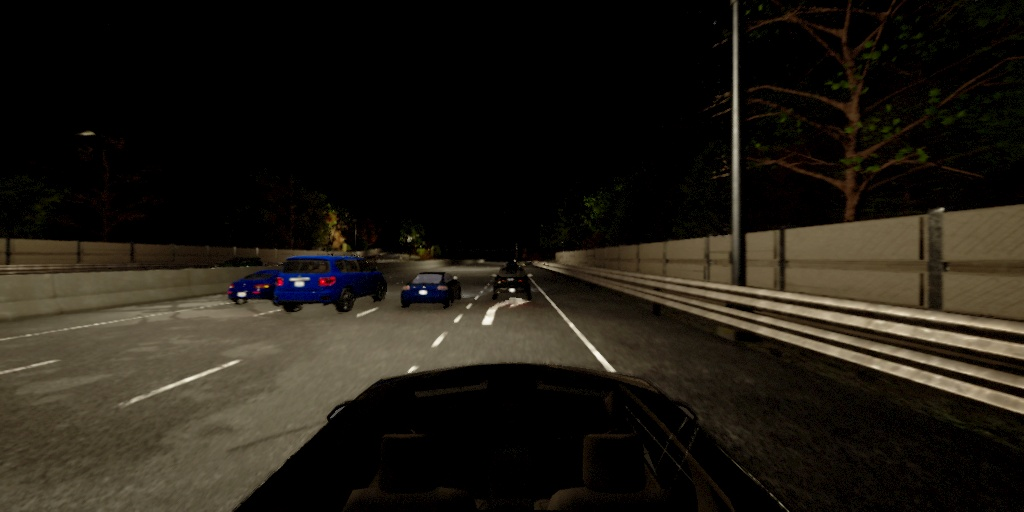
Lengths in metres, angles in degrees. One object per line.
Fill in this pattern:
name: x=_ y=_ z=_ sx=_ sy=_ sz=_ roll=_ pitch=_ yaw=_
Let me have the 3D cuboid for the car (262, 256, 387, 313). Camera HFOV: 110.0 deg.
car: x=-6.899 y=1.013 z=14.321 sx=2.150 sy=2.045 sz=5.566 roll=0 pitch=0 yaw=0

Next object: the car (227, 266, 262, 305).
car: x=-10.395 y=1.320 z=16.107 sx=1.812 sy=1.442 sz=4.674 roll=0 pitch=0 yaw=0

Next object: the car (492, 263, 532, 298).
car: x=0.004 y=1.323 z=18.777 sx=1.837 sy=1.490 sz=4.892 roll=0 pitch=0 yaw=0

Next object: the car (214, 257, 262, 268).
car: x=-31.539 y=1.113 z=41.666 sx=2.150 sy=2.045 sz=5.566 roll=0 pitch=0 yaw=1

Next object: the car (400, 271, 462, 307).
car: x=-3.393 y=1.365 z=15.708 sx=1.994 sy=1.385 sz=4.181 roll=0 pitch=0 yaw=0
